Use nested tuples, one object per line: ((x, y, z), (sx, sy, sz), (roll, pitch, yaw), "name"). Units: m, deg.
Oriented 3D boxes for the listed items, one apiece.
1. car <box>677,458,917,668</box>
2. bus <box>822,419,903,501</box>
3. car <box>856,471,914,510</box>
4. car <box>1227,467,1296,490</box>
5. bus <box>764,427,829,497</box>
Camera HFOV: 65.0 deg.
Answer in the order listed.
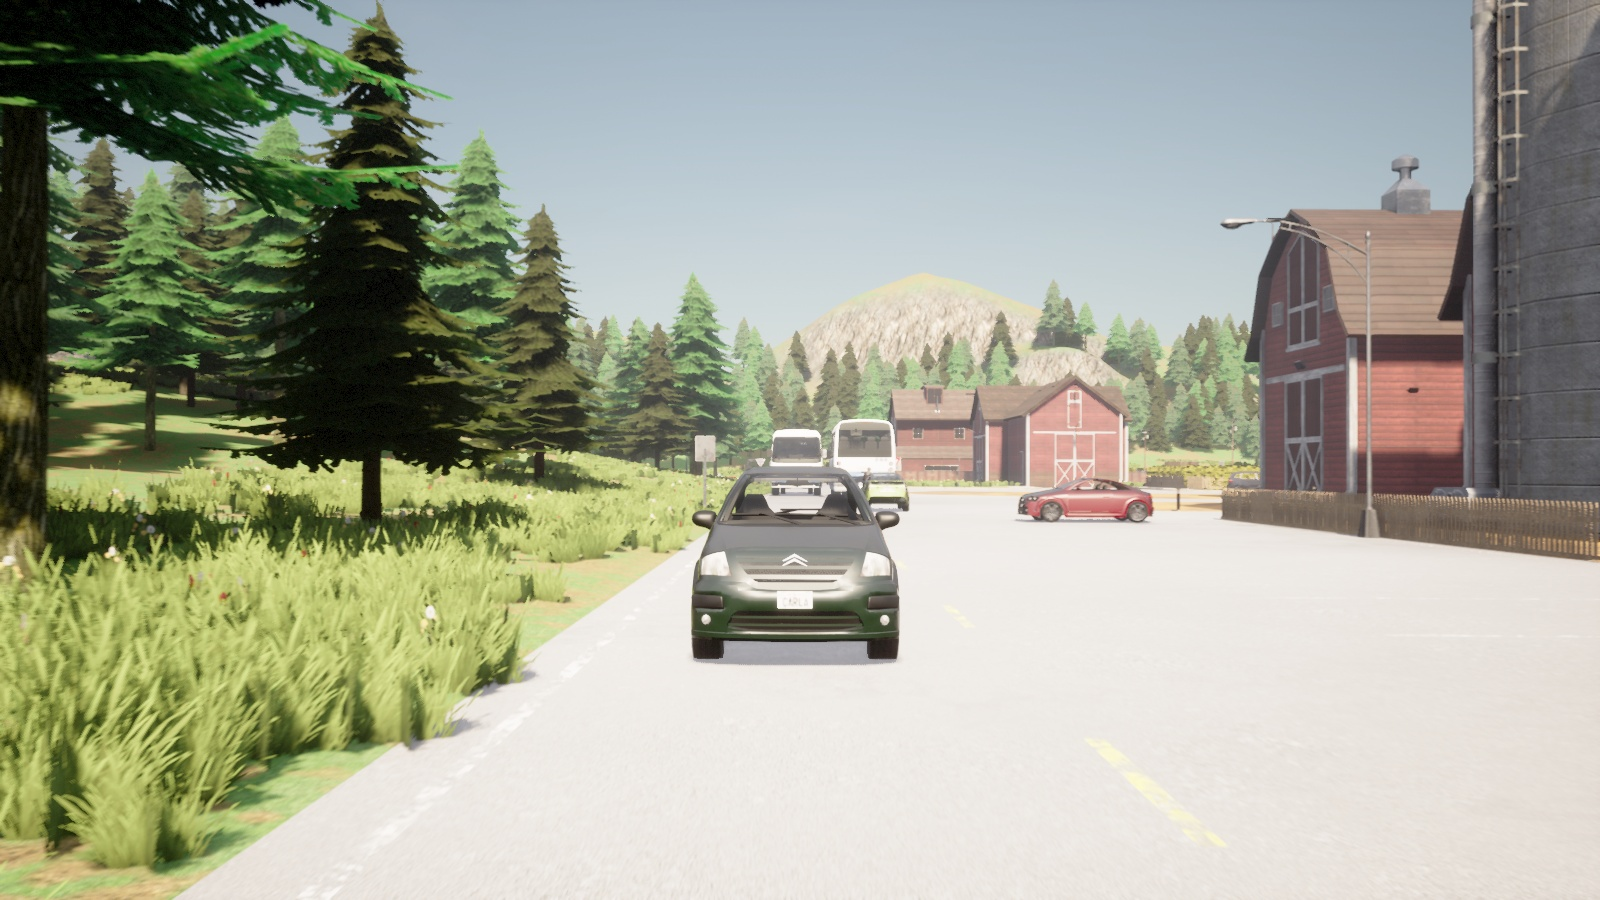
((-0.029, 0.910, 11.740), (1.851, 1.617, 3.988), (0, -1, 0), "car")
((3.326, 0.596, 69.986), (3.944, 4.253, 10.273), (0, -1, 0), "bus")
((3.377, 1.597, 50.733), (2.007, 1.525, 4.514), (0, -1, 0), "car")
((33.557, 2.051, 91.454), (4.611, 1.667, 2.242), (-1, -1, 19), "car")
((-0.205, 0.814, 82.164), (3.944, 4.253, 10.273), (0, -1, 0), "bus")
